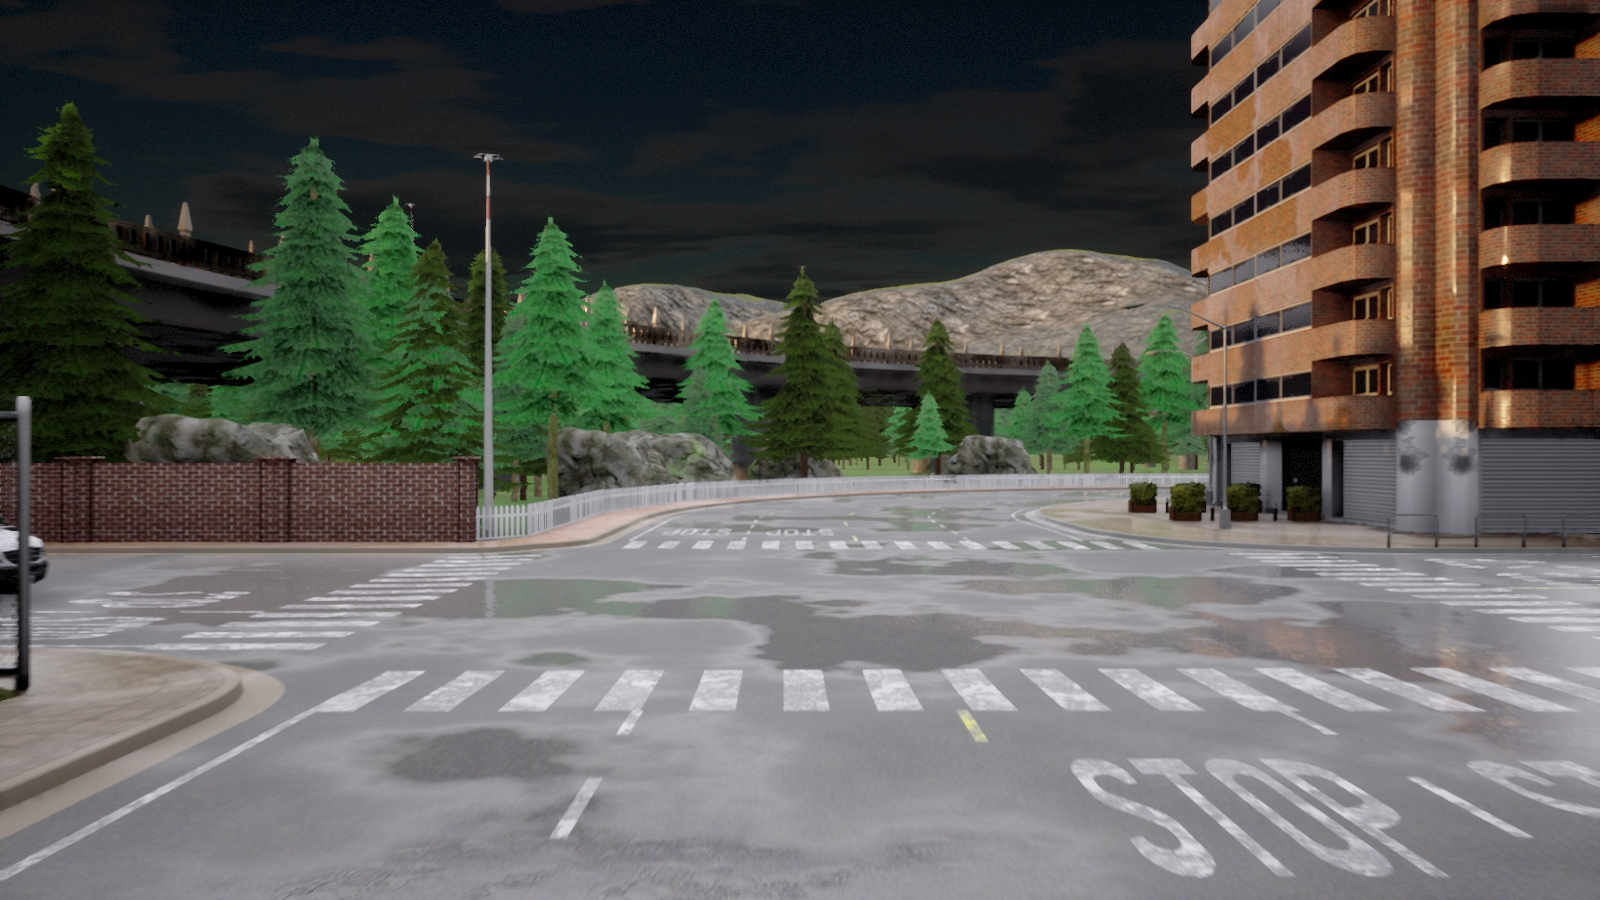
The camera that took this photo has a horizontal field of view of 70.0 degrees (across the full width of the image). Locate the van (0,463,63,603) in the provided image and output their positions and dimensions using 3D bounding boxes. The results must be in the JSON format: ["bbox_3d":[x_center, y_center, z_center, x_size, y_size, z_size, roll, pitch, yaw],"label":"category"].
[{"bbox_3d":[-17.718,1.537,21.899,5.915,2.561,1.988,0,0,0],"label":"van"}]
